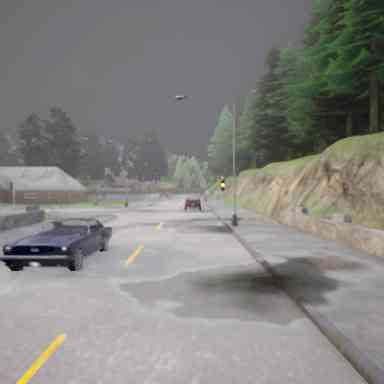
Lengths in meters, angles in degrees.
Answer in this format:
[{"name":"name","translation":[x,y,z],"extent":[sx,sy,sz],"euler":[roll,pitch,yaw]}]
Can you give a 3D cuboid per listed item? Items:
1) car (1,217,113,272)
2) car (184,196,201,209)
[{"name":"car","translation":[-4.007,1.538,10.721],"extent":[1.895,1.301,4.718],"euler":[0,0,0]},{"name":"car","translation":[0.113,1.242,40.378],"extent":[1.882,1.535,5.008],"euler":[0,0,0]}]
